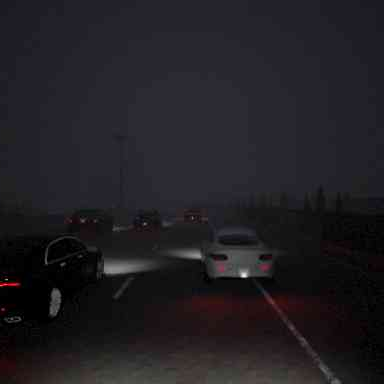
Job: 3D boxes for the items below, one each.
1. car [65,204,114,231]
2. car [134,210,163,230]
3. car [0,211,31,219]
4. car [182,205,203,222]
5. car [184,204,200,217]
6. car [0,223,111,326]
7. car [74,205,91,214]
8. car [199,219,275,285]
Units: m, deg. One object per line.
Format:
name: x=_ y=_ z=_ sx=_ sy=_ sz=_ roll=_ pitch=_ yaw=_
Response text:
car: x=-6.895 y=1.930 z=23.135 sx=2.097 sy=1.767 sz=4.553 roll=0 pitch=-2 yaw=0
car: x=-3.397 y=2.156 z=26.424 sx=2.128 sy=1.511 sz=4.902 roll=0 pitch=-1 yaw=0
car: x=-14.096 y=2.178 z=25.126 sx=2.033 sy=1.411 sz=5.357 roll=0 pitch=-2 yaw=0
car: x=0.068 y=2.415 z=35.811 sx=1.837 sy=1.490 sz=4.892 roll=0 pitch=-1 yaw=0
car: x=-0.077 y=2.548 z=46.751 sx=2.097 sy=1.767 sz=4.553 roll=0 pitch=-2 yaw=-2
car: x=-3.398 y=1.672 z=7.444 sx=1.837 sy=1.490 sz=4.892 roll=0 pitch=-1 yaw=0
car: x=-18.479 y=2.950 z=56.136 sx=1.837 sy=1.490 sz=4.892 roll=0 pitch=-2 yaw=-7
car: x=1.227 y=1.764 z=10.155 sx=1.812 sy=1.442 sz=4.674 roll=0 pitch=-1 yaw=0
